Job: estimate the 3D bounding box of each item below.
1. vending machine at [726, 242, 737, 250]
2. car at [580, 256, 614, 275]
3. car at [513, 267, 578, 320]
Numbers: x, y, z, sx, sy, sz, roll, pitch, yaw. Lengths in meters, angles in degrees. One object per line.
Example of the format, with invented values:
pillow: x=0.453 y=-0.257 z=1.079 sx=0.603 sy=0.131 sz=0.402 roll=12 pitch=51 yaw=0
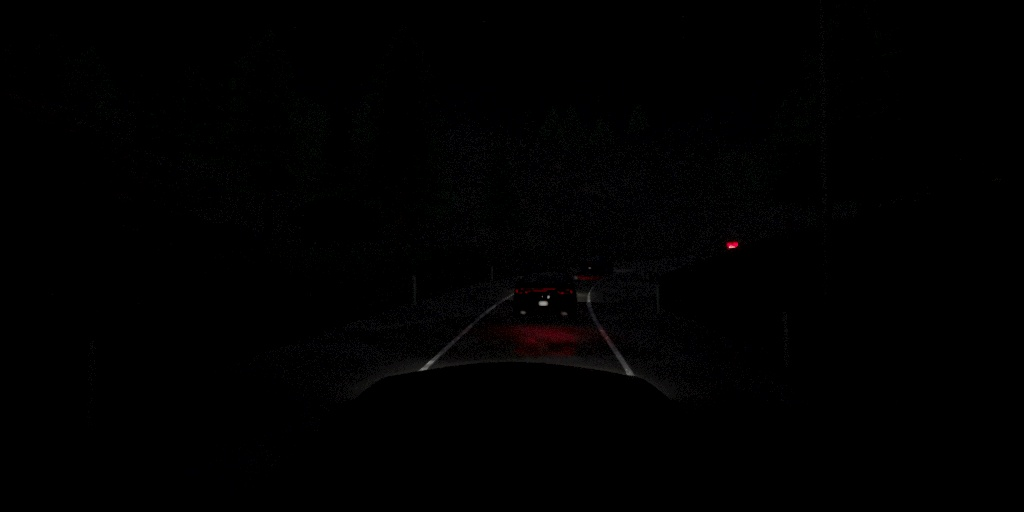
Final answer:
vending machine: x=28.376 y=-0.815 z=46.045 sx=0.880 sy=2.100 sz=1.100 roll=0 pitch=0 yaw=-32
car: x=7.202 y=0.707 z=30.071 sx=1.882 sy=1.535 sz=5.008 roll=-1 pitch=1 yaw=28
car: x=1.237 y=1.122 z=12.389 sx=1.882 sy=1.535 sz=5.008 roll=0 pitch=1 yaw=9
